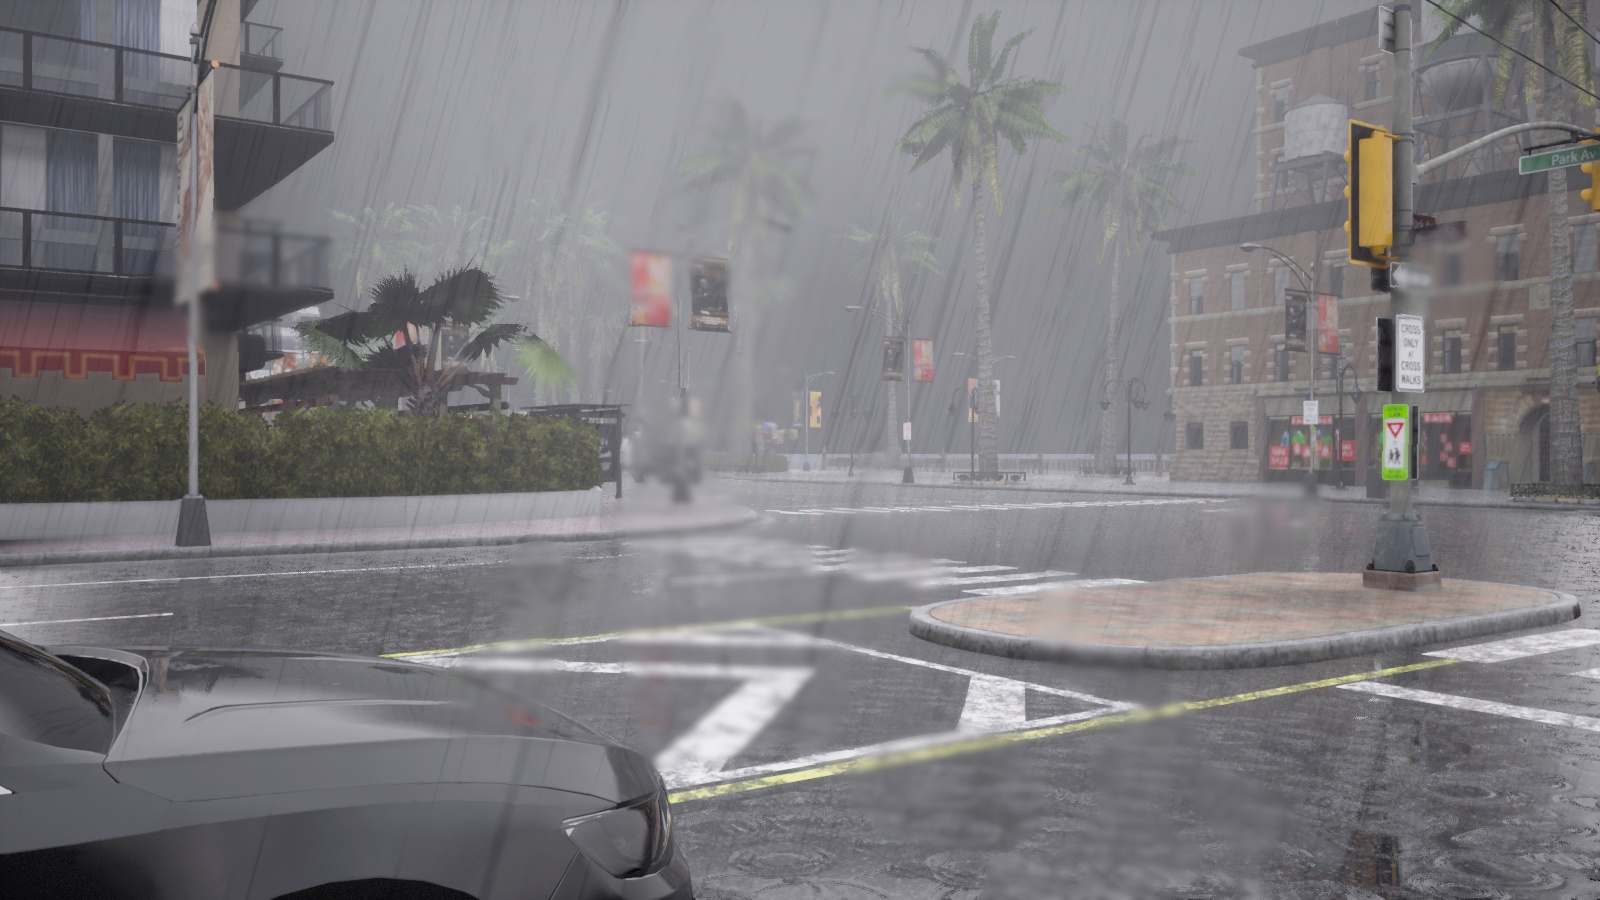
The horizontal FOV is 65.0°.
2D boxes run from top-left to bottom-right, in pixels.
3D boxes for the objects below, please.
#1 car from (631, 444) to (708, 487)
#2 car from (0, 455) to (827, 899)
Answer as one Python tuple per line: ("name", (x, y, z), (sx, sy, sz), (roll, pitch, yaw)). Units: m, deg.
("car", (-6.063, 0.695, 57.919), (1.905, 1.878, 3.866), (0, 0, -34))
("car", (-2.478, 0.760, 1.933), (4.892, 1.490, 1.837), (0, 0, -35))
